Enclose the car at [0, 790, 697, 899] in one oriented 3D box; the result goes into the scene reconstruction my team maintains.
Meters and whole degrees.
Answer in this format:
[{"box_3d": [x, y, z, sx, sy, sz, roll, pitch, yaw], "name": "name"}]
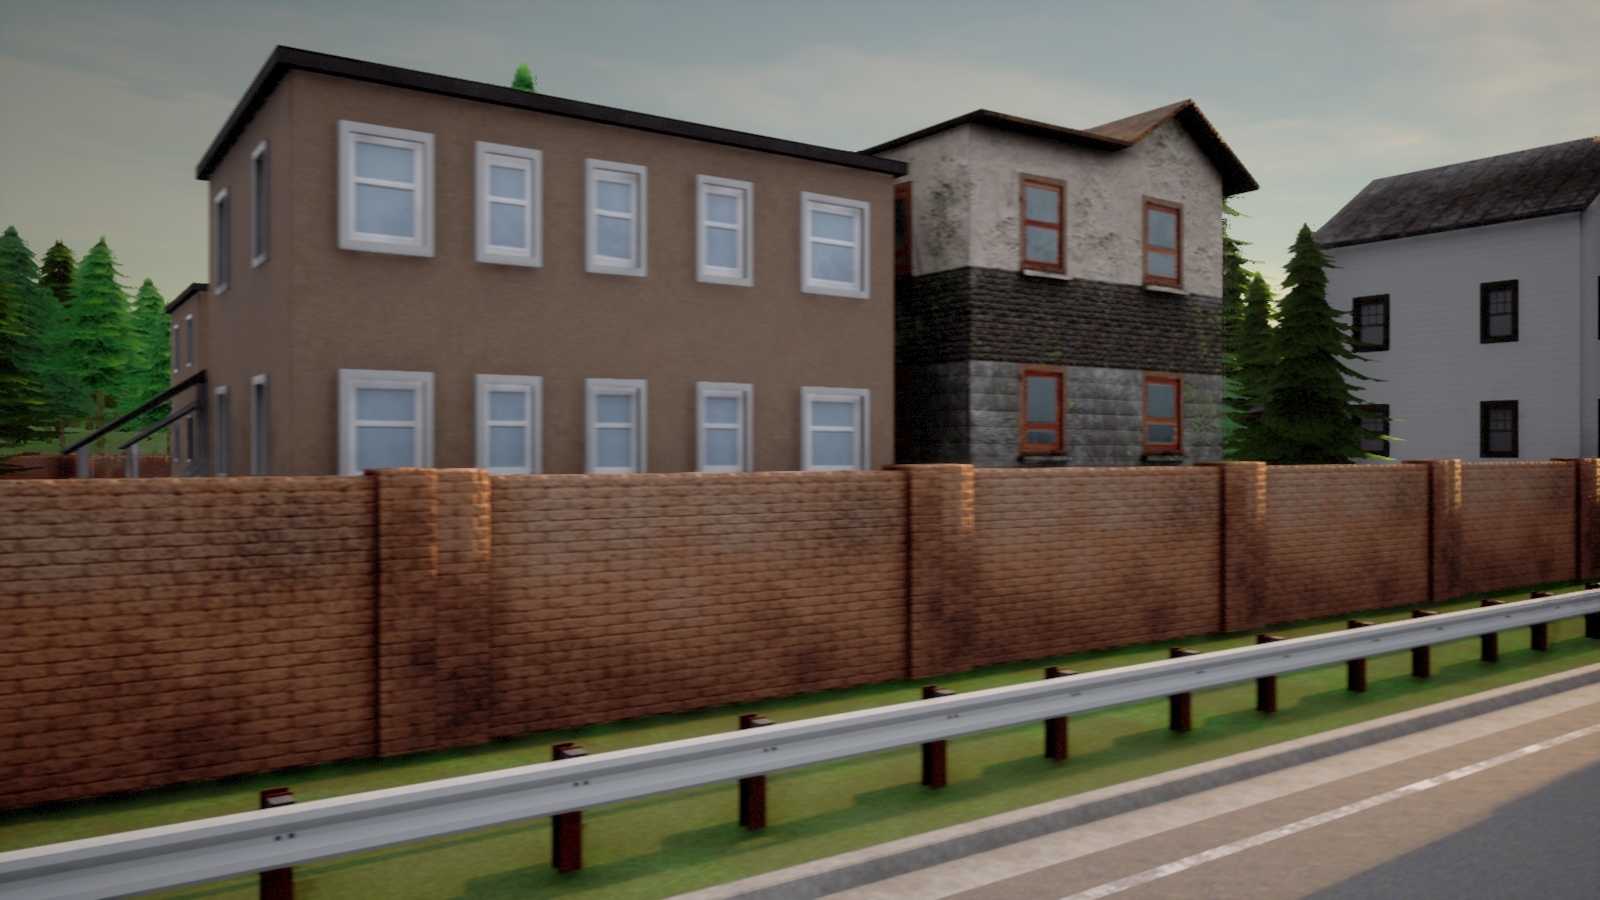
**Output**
[{"box_3d": [-2.303, 2.040, 2.185, 4.514, 1.525, 2.007, 0, 0, -35], "name": "car"}]
